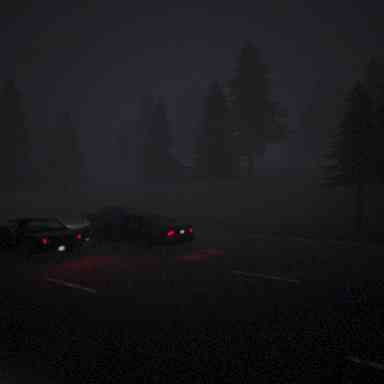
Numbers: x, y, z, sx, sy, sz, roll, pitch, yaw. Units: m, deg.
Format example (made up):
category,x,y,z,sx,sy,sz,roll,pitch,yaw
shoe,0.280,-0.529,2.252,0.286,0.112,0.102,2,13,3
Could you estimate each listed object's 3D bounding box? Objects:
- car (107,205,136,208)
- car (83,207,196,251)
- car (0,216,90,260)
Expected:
category,x,y,z,sx,sy,sz,roll,pitch,yaw
car,-4.625,1.535,20.160,5.008,1.535,1.882,0,0,36
car,-2.409,1.585,14.235,5.357,1.411,2.033,0,0,36
car,-6.274,1.647,12.718,4.718,1.301,1.895,0,0,36
